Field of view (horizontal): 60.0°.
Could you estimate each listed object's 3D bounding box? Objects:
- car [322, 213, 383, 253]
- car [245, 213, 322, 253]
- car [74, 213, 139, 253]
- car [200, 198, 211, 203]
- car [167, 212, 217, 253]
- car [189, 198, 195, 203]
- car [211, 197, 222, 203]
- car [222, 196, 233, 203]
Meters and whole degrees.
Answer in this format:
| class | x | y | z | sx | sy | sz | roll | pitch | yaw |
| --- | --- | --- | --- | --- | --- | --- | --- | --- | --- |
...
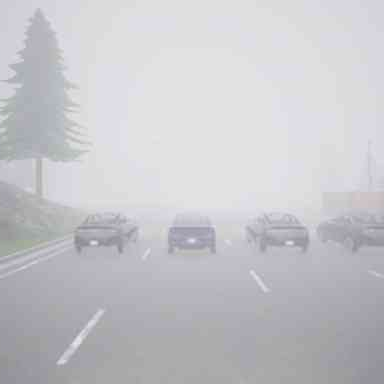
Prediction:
| class | x | y | z | sx | sy | sz | roll | pitch | yaw |
| --- | --- | --- | --- | --- | --- | --- | --- | --- | --- |
| car | 6.999 | 1.628 | 14.304 | 2.128 | 1.511 | 4.902 | 0 | 0 | 0 |
| car | 3.499 | 1.628 | 14.303 | 2.128 | 1.511 | 4.902 | 0 | 0 | 0 |
| car | -3.501 | 1.629 | 14.301 | 2.128 | 1.511 | 4.902 | 0 | 0 | 0 |
| car | 3.470 | 2.428 | 94.847 | 1.994 | 1.385 | 4.181 | 0 | -1 | 0 |
| car | 0.000 | 1.615 | 14.478 | 1.882 | 1.535 | 5.008 | 0 | 0 | 0 |
| car | -0.030 | 2.361 | 94.561 | 1.837 | 1.490 | 4.892 | 0 | -1 | 0 |
| car | 6.970 | 2.403 | 94.902 | 2.128 | 1.511 | 4.902 | 0 | -1 | 0 |
| car | 10.470 | 2.084 | 94.560 | 2.150 | 2.045 | 5.566 | 0 | -1 | 0 |
